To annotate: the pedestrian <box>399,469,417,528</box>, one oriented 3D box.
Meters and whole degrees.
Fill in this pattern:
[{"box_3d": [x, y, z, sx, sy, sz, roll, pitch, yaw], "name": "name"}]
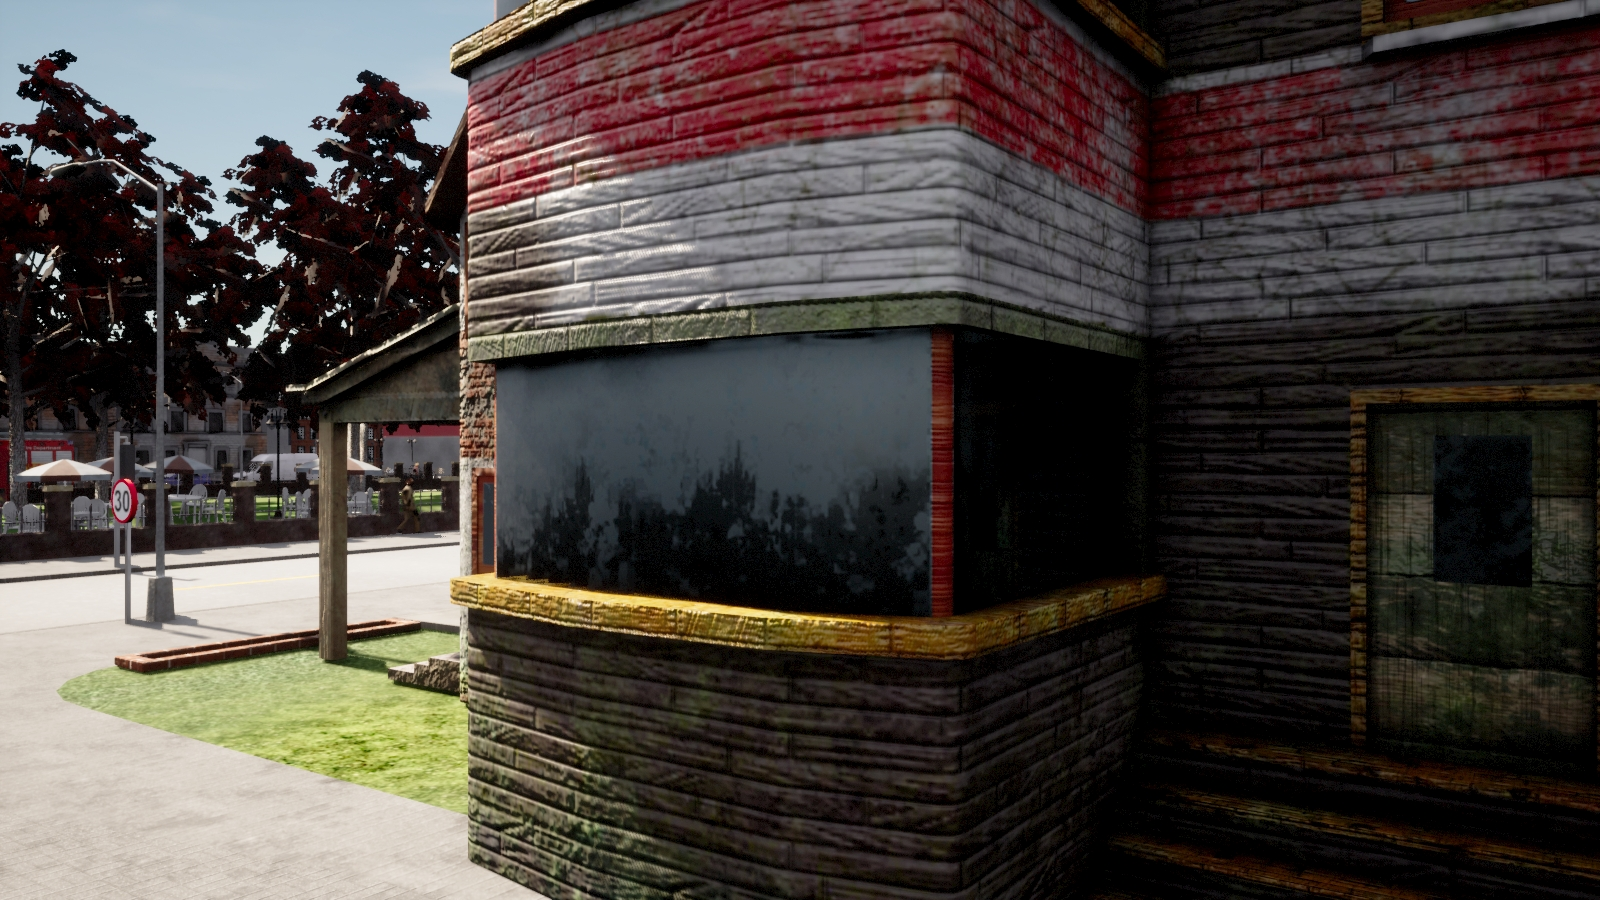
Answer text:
[{"box_3d": [-12.367, 1.525, 36.028, 0.375, 1.860, 0.375, 0, 0, 35], "name": "pedestrian"}]
